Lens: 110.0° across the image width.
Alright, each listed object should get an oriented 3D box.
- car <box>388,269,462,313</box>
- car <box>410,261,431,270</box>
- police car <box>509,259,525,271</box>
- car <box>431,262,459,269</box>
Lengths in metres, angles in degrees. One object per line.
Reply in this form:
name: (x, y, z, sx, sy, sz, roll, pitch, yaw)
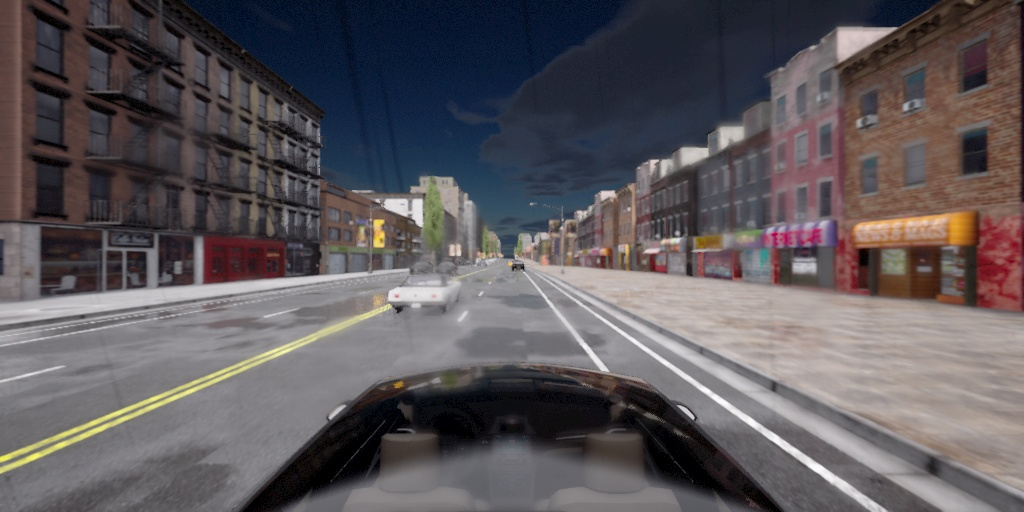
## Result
car: (-3.156, 1.358, 14.041, 1.895, 1.301, 4.718, 0, 0, 0)
car: (-9.850, 1.350, 39.545, 1.837, 1.490, 4.892, 0, -1, 0)
police car: (0.957, 1.439, 53.622, 1.930, 1.638, 5.238, 0, -1, 0)
car: (-6.602, 1.323, 36.701, 1.837, 1.490, 4.892, 0, -1, 0)
